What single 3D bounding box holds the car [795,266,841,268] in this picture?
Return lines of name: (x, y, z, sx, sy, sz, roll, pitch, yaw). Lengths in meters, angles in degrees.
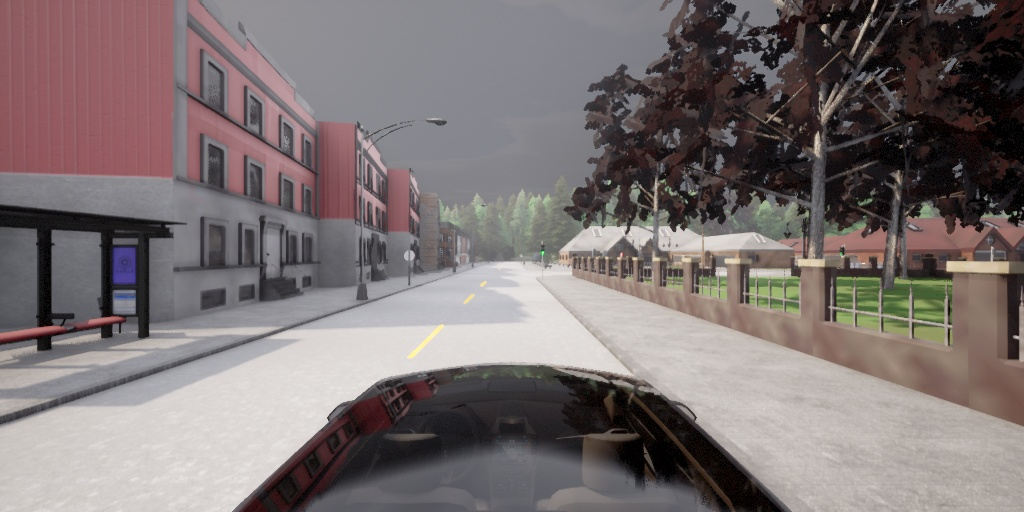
car: (37.025, 1.361, 43.624, 4.718, 1.301, 1.895, 0, 0, 0)
